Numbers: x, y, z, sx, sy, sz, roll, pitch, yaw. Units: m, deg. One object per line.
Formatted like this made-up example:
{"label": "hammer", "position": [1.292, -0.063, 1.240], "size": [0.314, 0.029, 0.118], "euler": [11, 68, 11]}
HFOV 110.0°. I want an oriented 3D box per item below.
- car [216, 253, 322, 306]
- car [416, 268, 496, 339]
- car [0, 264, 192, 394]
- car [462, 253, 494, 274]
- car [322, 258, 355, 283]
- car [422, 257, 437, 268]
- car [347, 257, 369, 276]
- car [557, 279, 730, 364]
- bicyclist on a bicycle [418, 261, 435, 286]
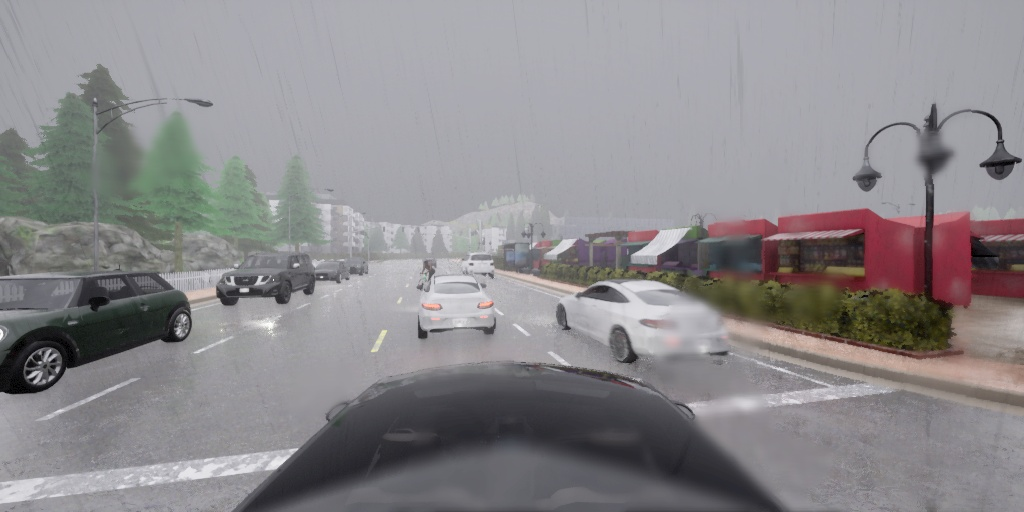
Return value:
{"label": "car", "position": [-10.412, 0.876, 15.741], "size": [2.150, 2.045, 5.566], "euler": [0, 0, -14]}
{"label": "car", "position": [-1.631, 1.224, 9.936], "size": [1.812, 1.442, 4.674], "euler": [0, 0, -13]}
{"label": "car", "position": [-8.115, 1.076, 6.332], "size": [2.097, 1.767, 4.553], "euler": [0, 0, -13]}
{"label": "car", "position": [-2.914, 0.773, 30.007], "size": [2.150, 2.045, 5.566], "euler": [0, 0, -14]}
{"label": "car", "position": [-12.778, 1.089, 25.345], "size": [1.837, 1.490, 4.892], "euler": [0, 0, -14]}
{"label": "car", "position": [-11.681, 0.903, 50.825], "size": [1.837, 1.490, 4.892], "euler": [0, 0, -14]}
{"label": "car", "position": [-14.730, 0.877, 33.312], "size": [2.097, 1.767, 4.553], "euler": [0, 0, -14]}
{"label": "car", "position": [2.528, 1.239, 7.997], "size": [1.812, 1.442, 4.674], "euler": [0, 0, -14]}
{"label": "bicyclist on a bicycle", "position": [-4.626, 1.079, 19.737], "size": [0.582, 1.620, 1.656], "euler": [0, 1, 24]}
